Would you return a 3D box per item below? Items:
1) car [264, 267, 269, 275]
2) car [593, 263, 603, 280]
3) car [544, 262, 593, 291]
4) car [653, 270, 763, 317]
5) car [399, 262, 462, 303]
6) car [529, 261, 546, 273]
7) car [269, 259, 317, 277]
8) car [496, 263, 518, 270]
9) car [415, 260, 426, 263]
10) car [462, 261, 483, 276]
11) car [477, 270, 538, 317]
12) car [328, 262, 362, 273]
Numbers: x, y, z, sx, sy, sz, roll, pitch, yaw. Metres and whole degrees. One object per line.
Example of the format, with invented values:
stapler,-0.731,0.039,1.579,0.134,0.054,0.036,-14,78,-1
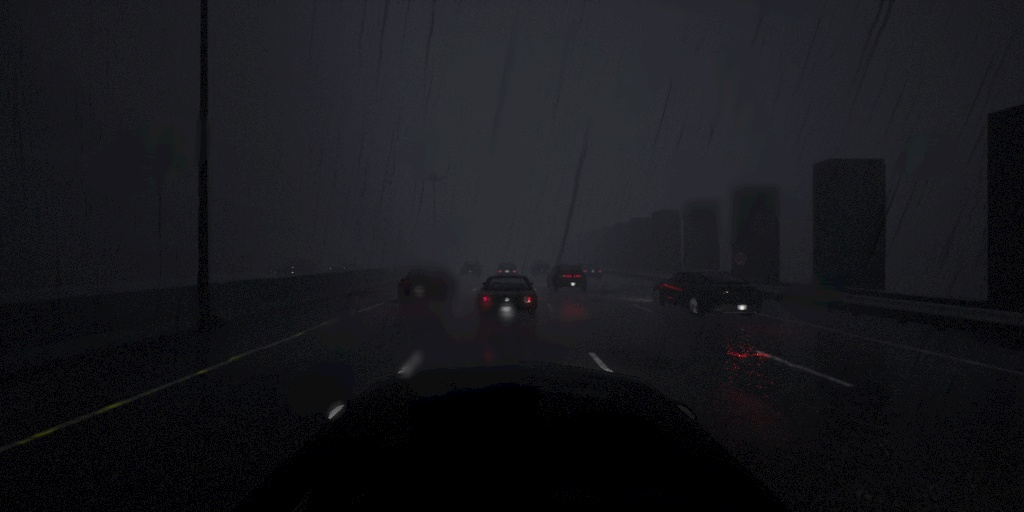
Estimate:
car,-25.344,1.338,39.750,1.994,1.385,4.181,0,0,-2
car,6.572,1.309,31.796,2.033,1.411,5.357,0,0,-1
car,3.245,1.262,21.703,1.837,1.490,4.892,0,0,-1
car,6.847,1.260,13.124,1.837,1.490,4.892,0,0,-1
car,-3.691,1.235,16.621,1.882,1.535,5.008,0,0,-1
car,2.913,1.243,38.102,1.882,1.535,5.008,0,0,-2
car,-21.735,1.123,36.177,2.097,1.767,4.553,0,0,-2
car,-0.428,1.311,31.710,2.033,1.411,5.357,0,0,-1
car,-16.077,1.382,62.748,1.895,1.301,4.718,0,0,-5
car,-4.046,1.257,36.576,2.128,1.511,4.902,0,0,-2
car,-0.152,1.356,13.115,1.895,1.301,4.718,0,0,-1
car,-18.331,1.373,39.636,1.895,1.301,4.718,0,0,-2
